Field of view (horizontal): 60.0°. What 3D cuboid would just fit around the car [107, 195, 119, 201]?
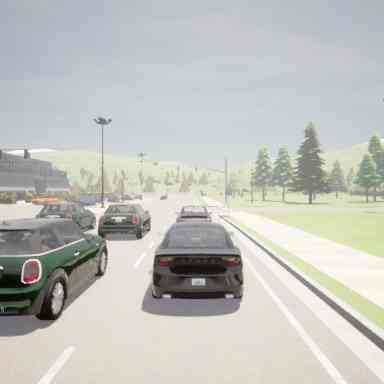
[{"bbox_3d":[-19.634,1.552,82.507,1.994,1.385,4.181,0,0,0],"label":"car"}]

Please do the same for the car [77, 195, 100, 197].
[{"bbox_3d":[-16.061,1.525,50.916,1.812,1.442,4.674,0,0,-1],"label":"car"}]

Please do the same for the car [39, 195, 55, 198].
[{"bbox_3d":[-24.342,1.351,55.237,2.097,1.767,4.553,0,0,17],"label":"car"}]

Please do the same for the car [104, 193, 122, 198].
[{"bbox_3d":[-16.159,1.500,68.506,1.837,1.490,4.892,0,0,0],"label":"car"}]

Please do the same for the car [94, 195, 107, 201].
[{"bbox_3d":[-23.131,1.552,84.032,1.994,1.385,4.181,0,0,0],"label":"car"}]

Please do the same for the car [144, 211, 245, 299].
[{"bbox_3d":[0.114,1.478,8.499,1.882,1.535,5.008,0,0,0],"label":"car"}]

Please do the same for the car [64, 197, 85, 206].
[{"bbox_3d":[-19.669,1.601,55.721,1.895,1.301,4.718,0,0,0],"label":"car"}]

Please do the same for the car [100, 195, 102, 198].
[{"bbox_3d":[-19.660,1.552,68.216,1.994,1.385,4.181,0,0,0],"label":"car"}]

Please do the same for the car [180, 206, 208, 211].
[{"bbox_3d":[0.100,1.491,17.917,2.128,1.511,4.902,0,0,0],"label":"car"}]

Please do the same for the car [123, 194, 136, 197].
[{"bbox_3d":[-16.132,1.552,83.318,1.994,1.385,4.181,0,0,0],"label":"car"}]

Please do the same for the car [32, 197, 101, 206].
[{"bbox_3d":[-6.915,1.352,18.553,2.097,1.767,4.553,0,0,0],"label":"car"}]

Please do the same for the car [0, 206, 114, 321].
[{"bbox_3d":[-3.387,1.352,7.450,2.097,1.767,4.553,0,0,0],"label":"car"}]

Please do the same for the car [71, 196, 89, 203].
[{"bbox_3d":[-23.158,1.525,69.132,2.128,1.511,4.902,0,0,0],"label":"car"}]

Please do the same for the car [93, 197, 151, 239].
[{"bbox_3d":[-3.411,1.352,17.573,2.097,1.767,4.553,0,0,0],"label":"car"}]
